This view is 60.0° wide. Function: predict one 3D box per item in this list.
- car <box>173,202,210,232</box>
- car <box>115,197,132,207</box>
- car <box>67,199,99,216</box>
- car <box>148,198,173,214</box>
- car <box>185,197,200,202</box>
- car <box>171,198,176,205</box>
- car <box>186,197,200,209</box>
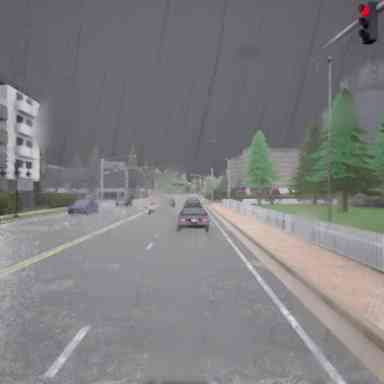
[{"bbox_3d":[0.093,1.551,20.105,2.033,1.411,5.357,0,0,0],"label":"car"},{"bbox_3d":[-10.501,1.517,51.392,2.128,1.511,4.902,0,0,0],"label":"car"},{"bbox_3d":[-10.590,1.483,32.684,1.882,1.535,5.008,0,0,0],"label":"car"},{"bbox_3d":[-3.402,1.606,35.037,1.895,1.301,4.718,0,0,0],"label":"car"},{"bbox_3d":[0.096,1.497,33.351,2.128,1.511,4.902,0,0,0],"label":"car"},{"bbox_3d":[-3.402,1.556,48.721,2.033,1.411,5.357,0,0,0],"label":"car"},{"bbox_3d":[0.095,1.513,46.095,1.837,1.490,4.892,0,0,0],"label":"car"}]
